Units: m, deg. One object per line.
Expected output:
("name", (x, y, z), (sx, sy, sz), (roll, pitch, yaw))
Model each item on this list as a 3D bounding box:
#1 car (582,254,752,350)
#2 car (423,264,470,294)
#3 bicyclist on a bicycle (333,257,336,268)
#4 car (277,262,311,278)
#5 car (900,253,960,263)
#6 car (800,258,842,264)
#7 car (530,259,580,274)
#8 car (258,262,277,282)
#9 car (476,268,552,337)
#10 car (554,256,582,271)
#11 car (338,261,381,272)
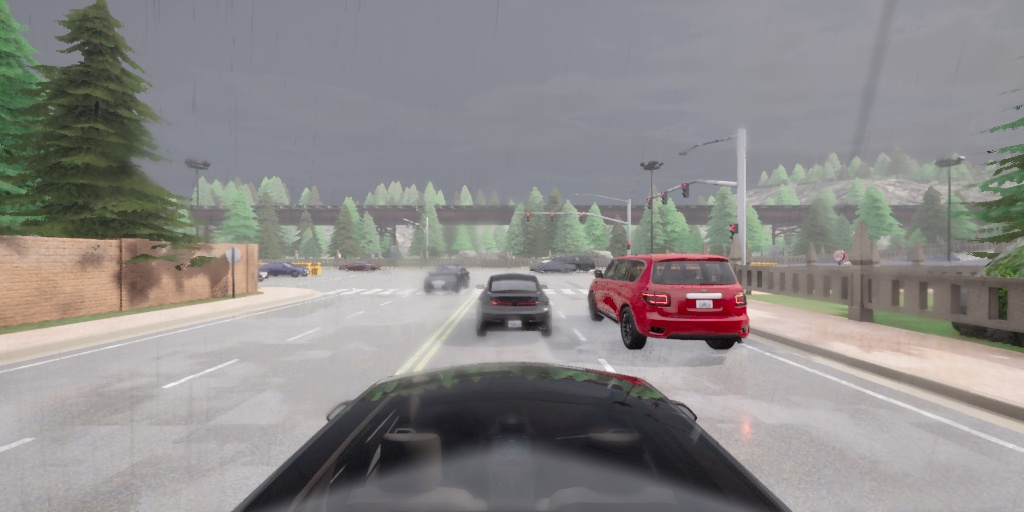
("car", (3.517, 0.971, 9.233), (2.150, 2.045, 5.566), (0, 0, 0))
("car", (-3.544, 1.241, 20.103), (2.128, 1.511, 4.902), (0, 0, 3))
("bicyclist on a bicycle", (-27.410, 1.051, 55.790), (0.582, 1.620, 1.656), (0, 0, 0))
("car", (-21.555, 1.276, 33.817), (4.674, 1.442, 1.812), (0, 0, 0))
("car", (48.316, 0.613, 41.188), (4.553, 1.767, 2.097), (-4, 0, 0))
("car", (41.408, 1.081, 48.171), (4.902, 1.511, 2.128), (-2, 0, 0))
("car", (4.680, 1.297, 41.061), (5.357, 1.411, 2.033), (0, 0, 0))
("car", (-20.932, 1.242, 26.804), (4.902, 1.511, 2.128), (0, 0, 0))
("car", (0.021, 1.255, 10.334), (1.837, 1.490, 4.892), (0, 0, -1))
("car", (7.472, 0.971, 44.564), (5.566, 2.045, 2.150), (0, 0, 0))
("car", (-18.898, 1.351, 44.522), (4.718, 1.301, 1.895), (0, 0, 0))
